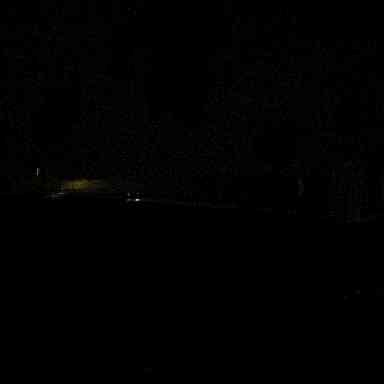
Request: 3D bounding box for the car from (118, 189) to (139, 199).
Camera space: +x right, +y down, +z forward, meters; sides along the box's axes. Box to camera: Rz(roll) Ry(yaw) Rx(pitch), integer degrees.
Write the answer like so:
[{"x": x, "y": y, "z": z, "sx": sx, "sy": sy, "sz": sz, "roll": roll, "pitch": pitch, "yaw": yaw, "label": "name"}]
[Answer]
[{"x": -10.671, "y": 0.217, "z": 55.709, "sx": 2.097, "sy": 1.767, "sz": 4.553, "roll": 0, "pitch": 1, "yaw": -35, "label": "car"}]
